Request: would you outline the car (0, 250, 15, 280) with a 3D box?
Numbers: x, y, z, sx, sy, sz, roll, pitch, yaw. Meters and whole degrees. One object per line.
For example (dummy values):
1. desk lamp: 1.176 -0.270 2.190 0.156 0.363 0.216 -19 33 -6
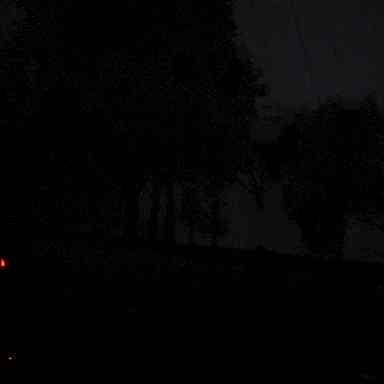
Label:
1. car: -6.499 1.652 8.321 4.718 1.301 1.895 0 0 36
